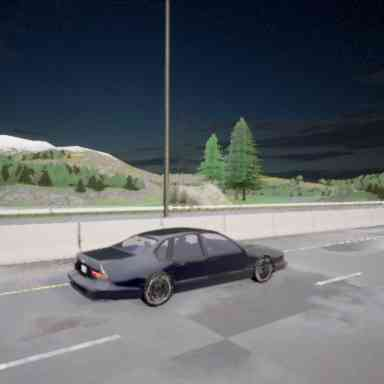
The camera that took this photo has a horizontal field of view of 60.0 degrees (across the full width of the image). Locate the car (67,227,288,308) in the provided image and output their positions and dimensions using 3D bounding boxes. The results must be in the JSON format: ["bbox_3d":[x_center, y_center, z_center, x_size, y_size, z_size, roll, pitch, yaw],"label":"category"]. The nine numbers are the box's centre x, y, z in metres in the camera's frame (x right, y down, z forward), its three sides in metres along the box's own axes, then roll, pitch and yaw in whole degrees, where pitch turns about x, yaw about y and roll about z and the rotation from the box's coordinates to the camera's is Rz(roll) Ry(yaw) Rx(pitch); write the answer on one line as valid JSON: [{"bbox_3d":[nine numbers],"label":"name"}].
[{"bbox_3d":[-0.076,1.571,7.993,5.357,1.411,2.033,0,0,-36],"label":"car"}]
